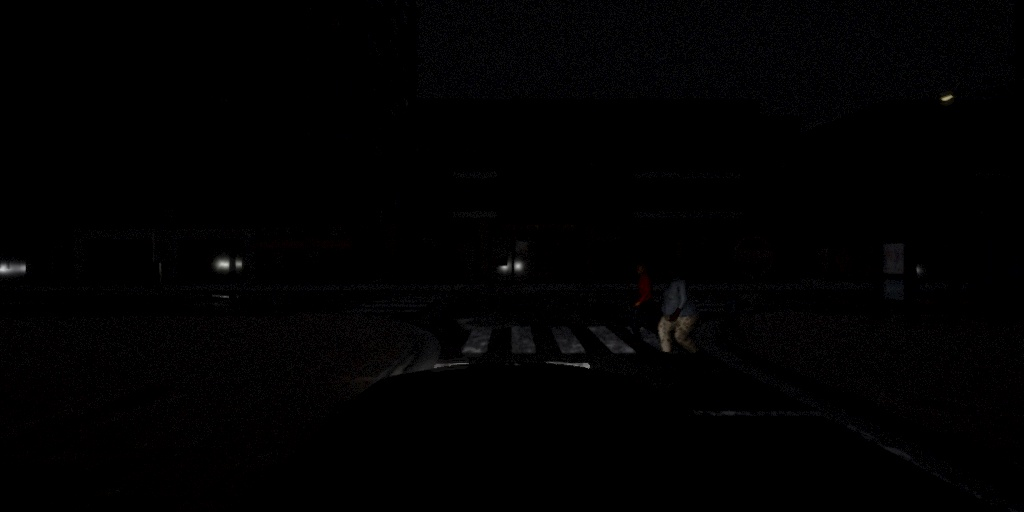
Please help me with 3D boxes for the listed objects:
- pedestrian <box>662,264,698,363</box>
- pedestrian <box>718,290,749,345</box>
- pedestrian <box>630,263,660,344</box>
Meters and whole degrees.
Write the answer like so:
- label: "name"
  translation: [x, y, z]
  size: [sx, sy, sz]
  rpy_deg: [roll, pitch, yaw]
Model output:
- label: "pedestrian"
  translation: [3.031, 0.986, 6.494]
  size: [0.375, 1.860, 0.375]
  rpy_deg: [0, 0, 0]
- label: "pedestrian"
  translation: [4.353, 1.206, 7.094]
  size: [0.500, 1.100, 0.500]
  rpy_deg: [0, 0, 0]
- label: "pedestrian"
  translation: [2.842, 0.971, 7.694]
  size: [0.375, 1.860, 0.375]
  rpy_deg: [0, 0, 0]
